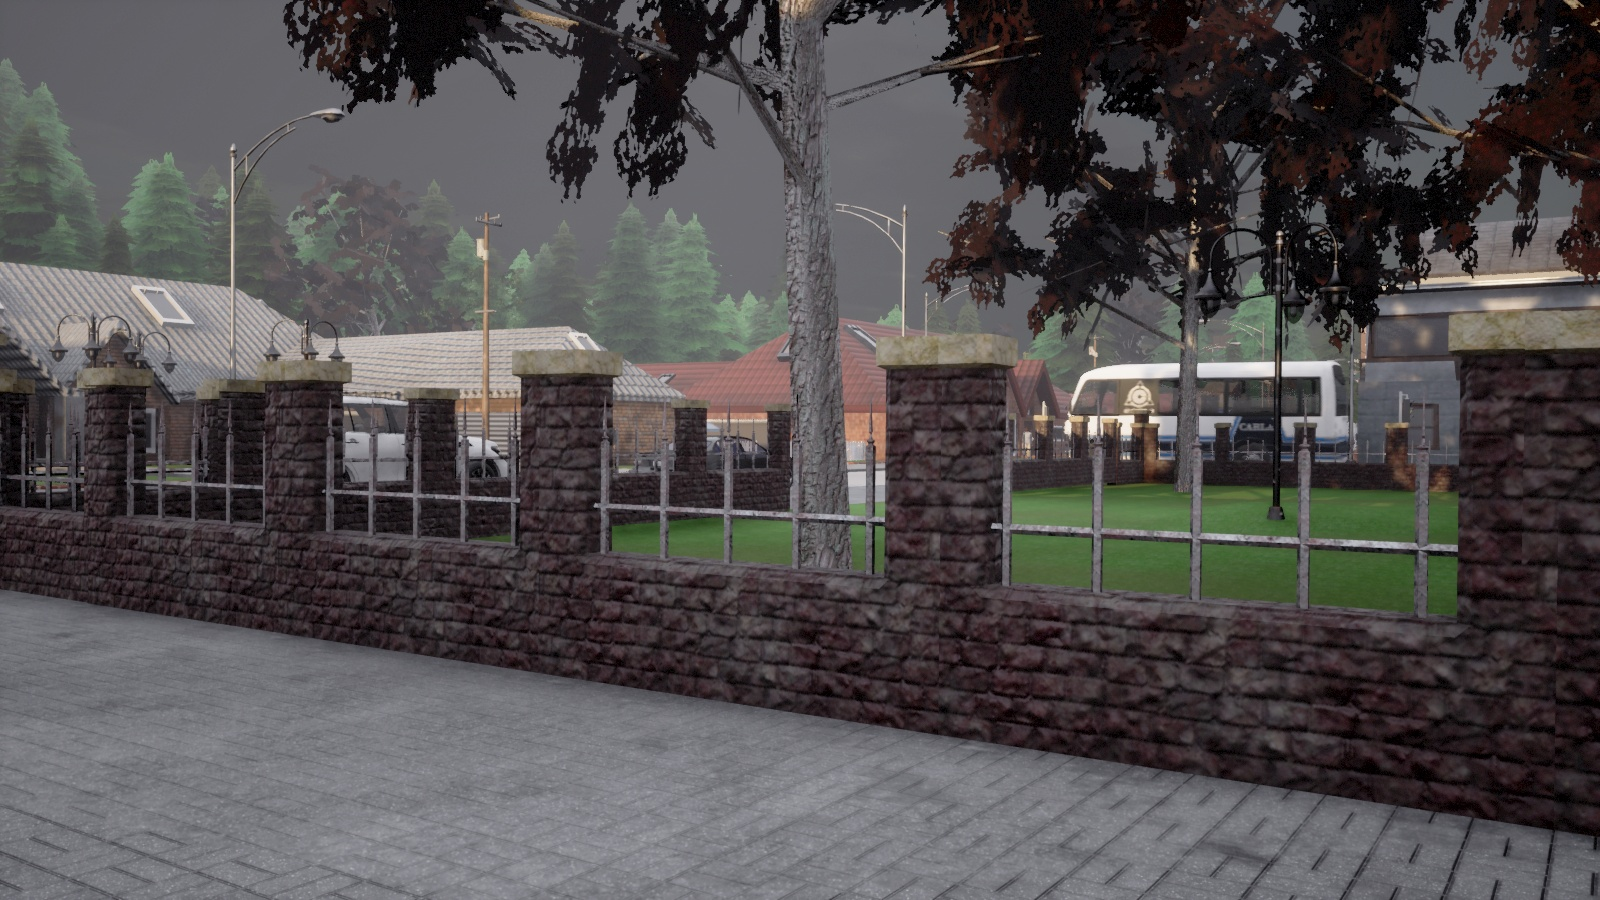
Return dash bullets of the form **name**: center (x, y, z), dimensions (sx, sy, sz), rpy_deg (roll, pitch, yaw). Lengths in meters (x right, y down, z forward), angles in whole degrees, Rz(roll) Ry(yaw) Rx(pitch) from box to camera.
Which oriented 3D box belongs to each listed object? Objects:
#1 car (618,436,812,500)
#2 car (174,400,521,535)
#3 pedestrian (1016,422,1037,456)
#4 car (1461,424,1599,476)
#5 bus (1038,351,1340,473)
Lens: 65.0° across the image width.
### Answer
- **car**: center (-1.944, 0.375, 30.879), dimensions (2.033, 1.411, 5.357), rpy_deg (0, 1, 31)
- **car**: center (-7.683, 0.219, 22.017), dimensions (2.150, 2.045, 5.566), rpy_deg (0, 1, 32)
- **pedestrian**: center (12.604, -0.627, 69.908), dimensions (0.874, 1.855, 0.900), rpy_deg (0, 1, 32)
- **car**: center (23.066, -0.023, 38.337), dimensions (5.008, 1.535, 1.882), rpy_deg (0, 1, 30)
- **bus**: center (14.689, -1.431, 47.800), dimensions (10.273, 4.253, 3.944), rpy_deg (0, 3, 31)
